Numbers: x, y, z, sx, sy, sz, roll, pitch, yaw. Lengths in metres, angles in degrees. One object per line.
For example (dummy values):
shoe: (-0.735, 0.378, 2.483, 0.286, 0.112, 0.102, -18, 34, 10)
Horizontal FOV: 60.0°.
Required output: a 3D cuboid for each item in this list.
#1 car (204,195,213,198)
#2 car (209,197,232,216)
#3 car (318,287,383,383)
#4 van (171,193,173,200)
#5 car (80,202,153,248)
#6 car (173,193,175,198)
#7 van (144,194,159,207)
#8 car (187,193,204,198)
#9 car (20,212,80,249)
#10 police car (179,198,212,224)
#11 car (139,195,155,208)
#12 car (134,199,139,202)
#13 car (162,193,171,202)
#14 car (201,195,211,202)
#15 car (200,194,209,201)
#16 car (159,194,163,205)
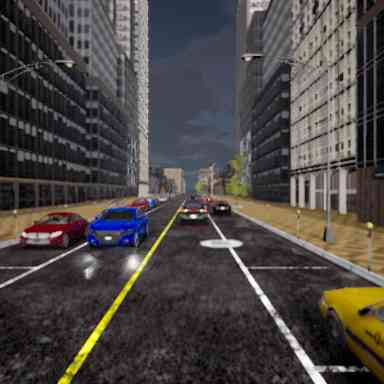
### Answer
car: (2.712, 1.233, 54.117, 1.967, 1.590, 4.097, 0, 0, 0)
car: (2.704, 1.450, 31.351, 1.947, 1.339, 4.313, 0, 0, 0)
car: (2.694, 1.514, 3.060, 1.752, 1.417, 4.829, 0, 0, 0)
van: (-5.662, 1.061, 71.211, 1.690, 1.788, 3.998, 0, 0, 0)
car: (-3.094, 1.424, 14.767, 1.882, 1.535, 5.008, 0, 0, 0)
car: (-5.661, 1.261, 76.904, 1.947, 1.339, 4.313, 0, 0, 0)
van: (-5.672, 1.180, 42.750, 1.690, 1.788, 3.998, 0, 0, 0)
car: (0.110, 1.270, 42.356, 2.033, 1.649, 4.856, 0, 0, 0)
car: (-5.682, 1.530, 14.289, 1.802, 1.307, 4.206, 0, 0, 0)
police car: (0.108, 1.414, 23.922, 2.038, 1.542, 4.974, 0, 0, 0)
car: (-5.675, 1.407, 37.059, 1.887, 1.381, 4.507, 0, 0, 0)
car: (-5.679, 1.457, 25.674, 2.008, 1.369, 4.403, 0, 0, 0)
car: (-5.665, 1.185, 65.518, 1.967, 1.590, 4.097, 0, 0, 0)
car: (2.715, 1.327, 65.502, 1.802, 1.307, 4.206, 0, 0, 0)
car: (2.717, 1.245, 71.364, 1.752, 1.417, 4.829, 0, 0, 0)
car: (-5.671, 1.398, 48.444, 1.802, 1.307, 4.206, 0, 0, 0)
